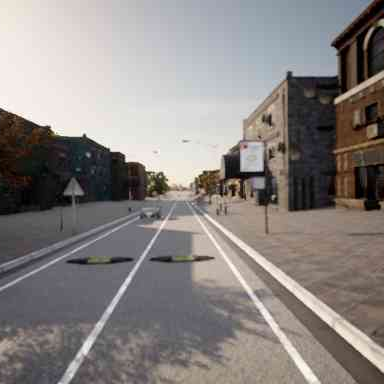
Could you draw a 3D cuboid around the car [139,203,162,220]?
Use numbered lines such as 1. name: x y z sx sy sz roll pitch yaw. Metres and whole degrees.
1. car: -3.944 1.846 32.302 2.128 1.511 4.902 -1 0 -2
